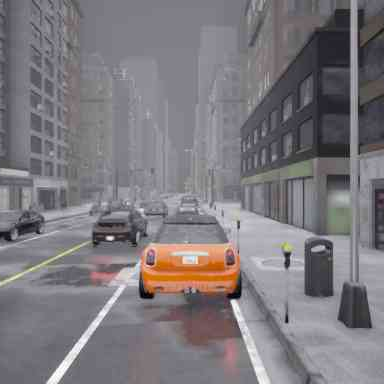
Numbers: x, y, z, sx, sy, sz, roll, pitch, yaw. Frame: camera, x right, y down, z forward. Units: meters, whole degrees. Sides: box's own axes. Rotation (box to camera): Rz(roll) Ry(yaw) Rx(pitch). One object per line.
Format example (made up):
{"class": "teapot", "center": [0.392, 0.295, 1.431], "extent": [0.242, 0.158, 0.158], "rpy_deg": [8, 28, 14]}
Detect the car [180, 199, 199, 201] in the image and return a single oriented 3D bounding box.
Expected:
{"class": "car", "center": [-0.287, 1.551, 27.412], "extent": [2.008, 1.369, 4.403], "rpy_deg": [0, 0, 0]}

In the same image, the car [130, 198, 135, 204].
{"class": "car", "center": [-8.813, 1.441, 43.978], "extent": [1.967, 1.590, 4.097], "rpy_deg": [0, 0, 0]}

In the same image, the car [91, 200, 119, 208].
{"class": "car", "center": [-8.813, 1.583, 32.928], "extent": [1.802, 1.307, 4.206], "rpy_deg": [0, 0, 0]}

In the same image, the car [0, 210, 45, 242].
{"class": "car", "center": [-8.813, 1.566, 16.352], "extent": [1.947, 1.339, 4.313], "rpy_deg": [0, 0, 0]}

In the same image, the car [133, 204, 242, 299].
{"class": "car", "center": [-0.032, 1.353, 8.621], "extent": [2.097, 1.767, 4.553], "rpy_deg": [0, 0, 0]}

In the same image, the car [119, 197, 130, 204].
{"class": "car", "center": [-8.813, 1.567, 38.453], "extent": [1.947, 1.339, 4.313], "rpy_deg": [0, 0, 0]}

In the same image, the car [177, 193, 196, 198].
{"class": "car", "center": [-0.287, 1.316, 38.459], "extent": [2.192, 1.841, 5.009], "rpy_deg": [0, 0, 0]}

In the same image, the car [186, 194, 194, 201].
{"class": "car", "center": [-0.572, 1.469, 87.873], "extent": [1.967, 1.590, 4.097], "rpy_deg": [0, 0, -1]}

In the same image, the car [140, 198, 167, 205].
{"class": "car", "center": [-3.145, 1.548, 29.895], "extent": [2.033, 1.411, 5.357], "rpy_deg": [0, 0, 0]}

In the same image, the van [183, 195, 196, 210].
{"class": "van", "center": [-0.287, 1.342, 43.983], "extent": [1.690, 1.788, 3.998], "rpy_deg": [0, 0, 0]}

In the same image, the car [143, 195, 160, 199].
{"class": "car", "center": [-6.148, 1.351, 47.565], "extent": [2.097, 1.767, 4.553], "rpy_deg": [0, 0, 0]}

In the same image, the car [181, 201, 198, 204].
{"class": "car", "center": [-0.287, 1.551, 21.888], "extent": [2.008, 1.369, 4.403], "rpy_deg": [0, 0, 0]}

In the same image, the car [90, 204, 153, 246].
{"class": "car", "center": [-3.142, 1.508, 15.201], "extent": [1.837, 1.490, 4.892], "rpy_deg": [0, 0, 0]}
